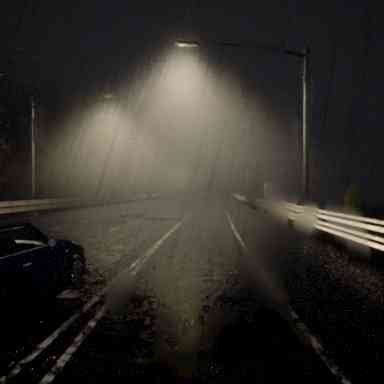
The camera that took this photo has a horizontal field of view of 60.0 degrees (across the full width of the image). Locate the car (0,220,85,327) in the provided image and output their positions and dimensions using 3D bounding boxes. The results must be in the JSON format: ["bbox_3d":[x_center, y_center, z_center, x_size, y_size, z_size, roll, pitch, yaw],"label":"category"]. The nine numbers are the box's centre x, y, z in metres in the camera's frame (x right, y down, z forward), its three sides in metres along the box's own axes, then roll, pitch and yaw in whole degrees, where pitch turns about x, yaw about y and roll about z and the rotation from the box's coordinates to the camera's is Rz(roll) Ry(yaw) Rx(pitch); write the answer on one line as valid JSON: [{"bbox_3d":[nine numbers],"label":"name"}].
[{"bbox_3d":[-3.795,1.317,6.367,2.097,1.767,4.553,0,0,4],"label":"car"}]
